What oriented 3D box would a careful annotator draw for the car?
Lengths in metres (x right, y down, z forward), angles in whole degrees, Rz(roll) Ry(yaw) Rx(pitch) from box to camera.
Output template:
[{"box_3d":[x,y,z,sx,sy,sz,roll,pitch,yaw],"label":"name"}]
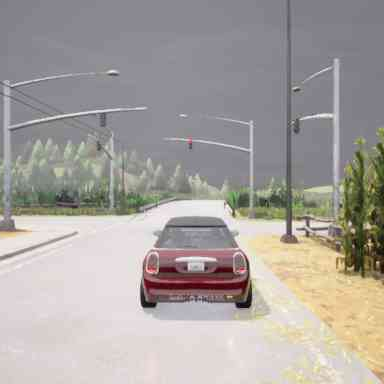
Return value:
[{"box_3d":[0.097,1.351,8.067,2.097,1.767,4.553,0,0,1],"label":"car"}]
